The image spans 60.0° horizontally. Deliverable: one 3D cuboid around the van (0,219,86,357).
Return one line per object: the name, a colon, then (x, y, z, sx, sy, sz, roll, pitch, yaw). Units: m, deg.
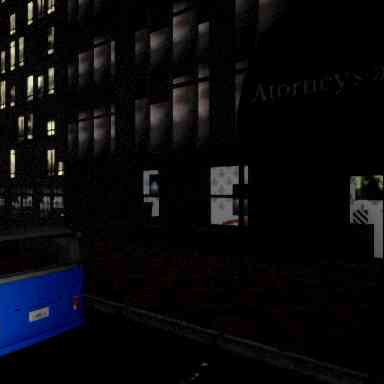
van: (-3.474, 1.341, 5.370, 3.998, 1.788, 1.690, 0, 0, 36)
